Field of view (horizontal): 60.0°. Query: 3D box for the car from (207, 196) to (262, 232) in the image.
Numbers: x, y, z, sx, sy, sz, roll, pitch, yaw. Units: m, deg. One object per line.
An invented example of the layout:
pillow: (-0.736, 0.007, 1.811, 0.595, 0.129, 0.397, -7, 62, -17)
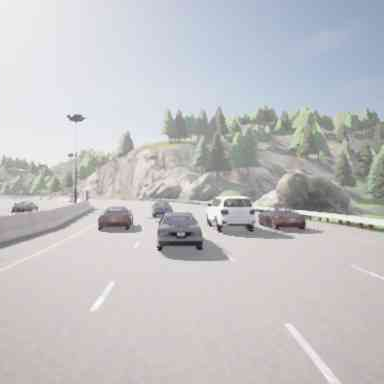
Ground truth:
car: (2.272, 1.276, 20.710, 2.150, 2.045, 5.566, 0, 0, -6)

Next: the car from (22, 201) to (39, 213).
car: (-18.376, 1.698, 36.819, 1.994, 1.385, 4.181, 0, 0, -13)

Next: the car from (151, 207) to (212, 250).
car: (-0.613, 1.589, 14.542, 2.033, 1.411, 5.357, 0, 0, -5)

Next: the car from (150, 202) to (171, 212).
car: (-2.983, 1.643, 32.409, 2.033, 1.411, 5.357, 0, 0, -10)

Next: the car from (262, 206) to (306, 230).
car: (5.672, 1.615, 21.502, 1.994, 1.385, 4.181, 0, 0, -7)

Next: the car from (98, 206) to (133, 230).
car: (-4.964, 1.634, 21.984, 1.994, 1.385, 4.181, 0, 0, -7)
